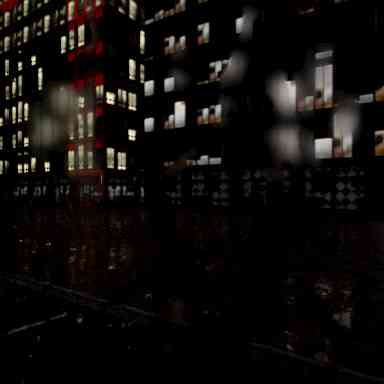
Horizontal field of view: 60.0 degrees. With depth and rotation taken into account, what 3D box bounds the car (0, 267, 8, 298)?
[{"bbox_3d":[-5.693,1.518,6.928,4.829,1.417,1.752,0,0,35],"label":"car"}]
